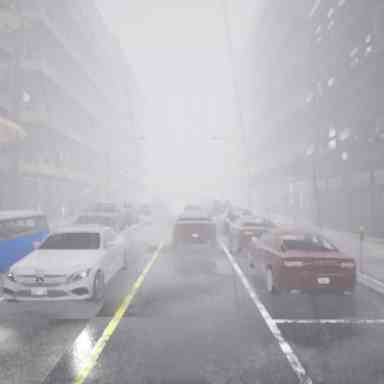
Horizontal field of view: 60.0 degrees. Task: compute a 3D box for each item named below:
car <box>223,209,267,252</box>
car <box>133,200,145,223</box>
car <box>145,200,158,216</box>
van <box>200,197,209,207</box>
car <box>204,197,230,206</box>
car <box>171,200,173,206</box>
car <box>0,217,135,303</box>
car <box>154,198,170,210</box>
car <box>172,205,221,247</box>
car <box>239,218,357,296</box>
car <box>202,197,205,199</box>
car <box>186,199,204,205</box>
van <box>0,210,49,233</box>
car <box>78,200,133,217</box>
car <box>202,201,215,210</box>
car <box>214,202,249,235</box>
[{"bbox_3d":[2.599,1.674,14.291,1.887,1.381,4.507,1,-1,0],"label":"car"},{"bbox_3d":[-5.262,1.548,25.424,2.192,1.841,5.009,1,-1,0],"label":"car"},{"bbox_3d":[-5.255,1.910,36.484,1.947,1.339,4.313,1,-1,0],"label":"car"},{"bbox_3d":[2.634,2.065,69.604,1.690,1.788,3.998,1,-1,0],"label":"van"},{"bbox_3d":[2.590,1.604,30.886,2.192,1.841,5.009,1,-1,0],"label":"car"},{"bbox_3d":[-5.211,2.374,75.196,1.802,1.307,4.206,1,-1,0],"label":"car"},{"bbox_3d":[-2.839,1.601,8.514,1.812,1.442,4.674,0,-1,0],"label":"car"},{"bbox_3d":[-5.230,1.839,53.075,2.192,1.841,5.009,1,-1,0],"label":"car"},{"bbox_3d":[0.118,1.620,15.806,1.882,1.535,5.008,0,-1,0],"label":"car"},{"bbox_3d":[2.593,1.623,8.761,1.887,1.381,4.507,1,-1,0],"label":"car"},{"bbox_3d":[2.600,1.843,41.948,1.967,1.590,4.097,1,-1,0],"label":"car"},{"bbox_3d":[0.141,1.793,33.605,1.882,1.535,5.008,0,-1,0],"label":"car"},{"bbox_3d":[-5.283,1.419,8.834,1.690,1.788,3.998,1,-1,0],"label":"van"},{"bbox_3d":[-5.269,1.495,19.895,2.192,1.841,5.009,1,-1,0],"label":"car"},{"bbox_3d":[2.610,2.107,53.008,1.802,1.307,4.206,1,-1,0],"label":"car"},{"bbox_3d":[2.616,1.622,19.824,1.967,1.590,4.097,1,-1,0],"label":"car"}]
